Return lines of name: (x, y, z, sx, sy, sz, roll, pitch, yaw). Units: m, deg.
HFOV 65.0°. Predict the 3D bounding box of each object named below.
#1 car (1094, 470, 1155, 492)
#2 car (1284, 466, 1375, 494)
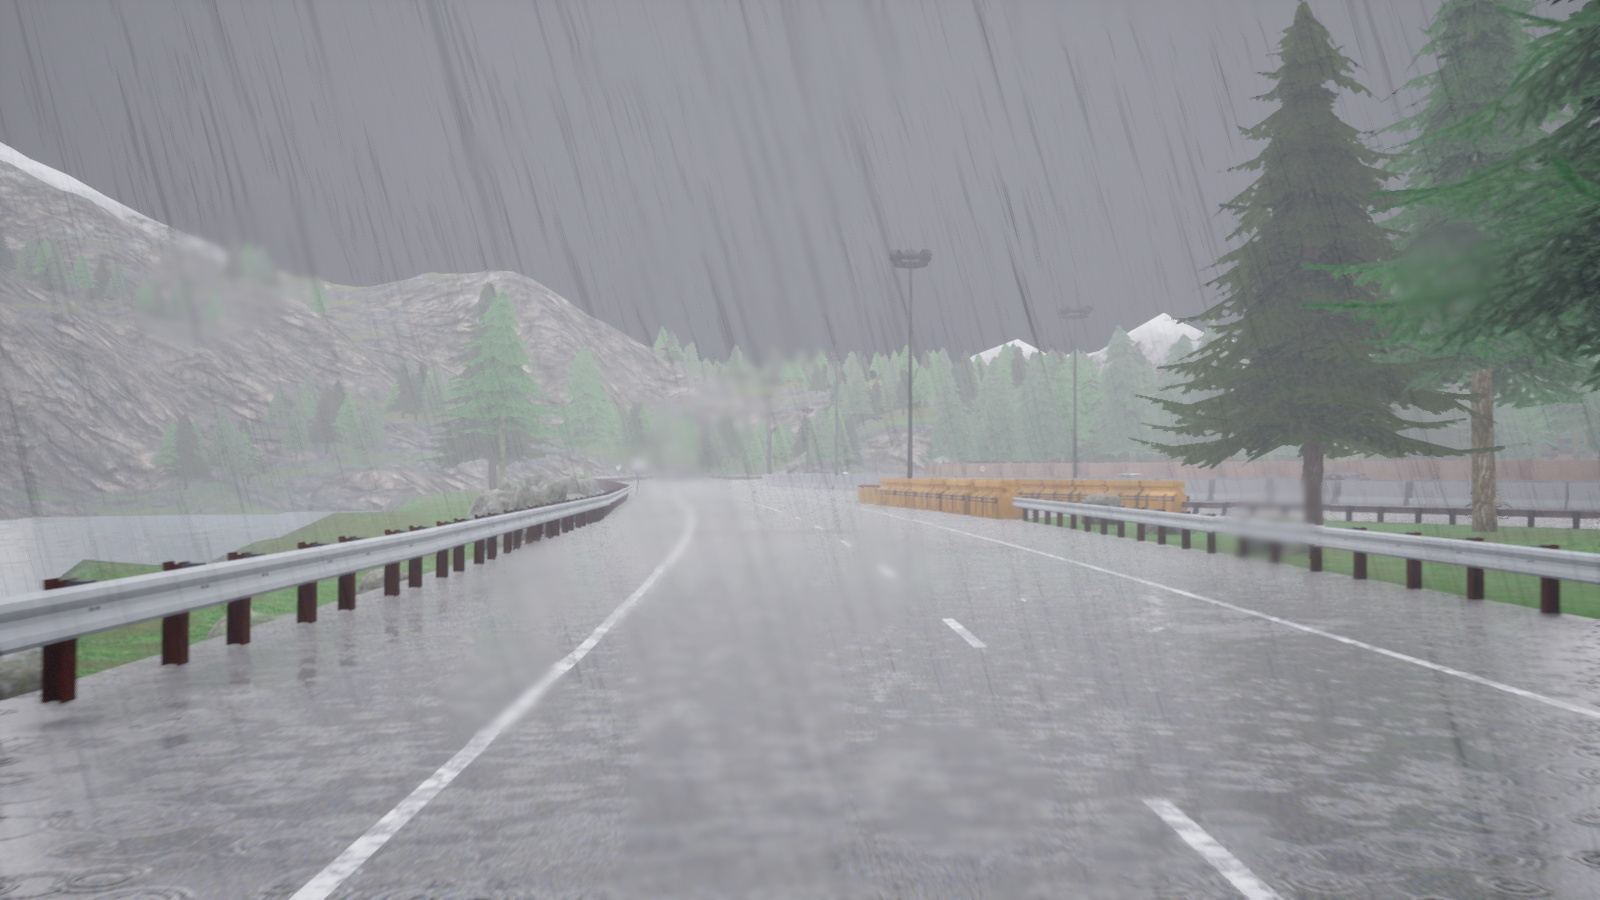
car: (22.392, 2.139, 86.758, 1.970, 1.475, 3.806, 0, -1, -28)
car: (32.352, 1.810, 76.835, 2.242, 1.667, 4.611, 0, -1, -33)
